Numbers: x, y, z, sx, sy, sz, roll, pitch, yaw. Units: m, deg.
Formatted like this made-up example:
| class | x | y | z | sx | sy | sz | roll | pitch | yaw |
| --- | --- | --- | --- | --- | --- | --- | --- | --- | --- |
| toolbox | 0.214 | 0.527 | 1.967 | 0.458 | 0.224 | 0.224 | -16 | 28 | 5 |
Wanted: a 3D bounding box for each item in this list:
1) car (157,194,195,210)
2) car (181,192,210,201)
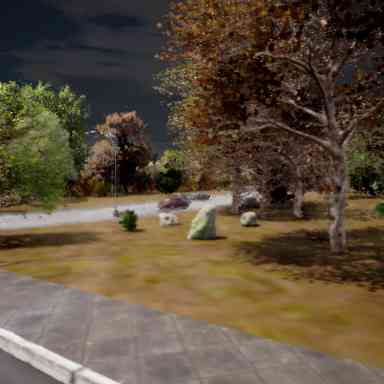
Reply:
| class | x | y | z | sx | sy | sz | roll | pitch | yaw |
| --- | --- | --- | --- | --- | --- | --- | --- | --- | --- |
| car | -2.160 | 1.347 | 39.962 | 1.812 | 1.442 | 4.674 | -1 | 2 | 39 |
| car | 0.967 | 0.744 | 55.072 | 2.128 | 1.511 | 4.902 | -1 | 2 | 39 |
